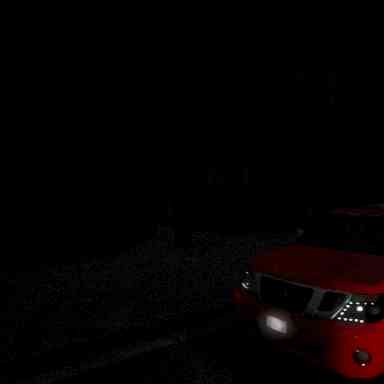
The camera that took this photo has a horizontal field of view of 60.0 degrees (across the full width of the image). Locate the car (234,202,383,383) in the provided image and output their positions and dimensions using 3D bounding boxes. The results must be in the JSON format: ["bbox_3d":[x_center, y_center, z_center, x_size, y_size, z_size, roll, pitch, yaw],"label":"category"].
[{"bbox_3d":[3.254,1.226,5.586,5.566,2.045,2.150,0,0,-36],"label":"car"}]
